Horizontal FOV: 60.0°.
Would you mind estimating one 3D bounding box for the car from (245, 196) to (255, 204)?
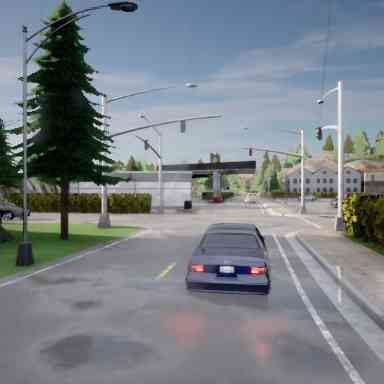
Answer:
[{"bbox_3d":[11.233,1.526,64.794,1.812,1.442,4.674,0,0,10],"label":"car"}]

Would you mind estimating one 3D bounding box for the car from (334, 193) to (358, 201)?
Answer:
[{"bbox_3d":[34.571,1.097,74.673,4.605,1.855,1.932,0,0,10],"label":"car"}]

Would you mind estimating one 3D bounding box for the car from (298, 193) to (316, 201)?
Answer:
[{"bbox_3d":[26.216,1.361,76.121,3.806,1.475,1.970,0,0,10],"label":"car"}]

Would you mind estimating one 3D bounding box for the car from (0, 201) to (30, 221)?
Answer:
[{"bbox_3d":[-15.736,1.492,27.241,4.902,1.511,2.128,0,0,10],"label":"car"}]

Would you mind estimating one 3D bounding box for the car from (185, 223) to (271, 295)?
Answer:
[{"bbox_3d":[1.094,1.547,8.914,2.033,1.411,5.357,0,0,10],"label":"car"}]

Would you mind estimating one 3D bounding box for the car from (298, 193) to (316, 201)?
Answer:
[{"bbox_3d":[27.401,1.077,79.287,3.866,1.878,1.905,0,0,10],"label":"car"}]

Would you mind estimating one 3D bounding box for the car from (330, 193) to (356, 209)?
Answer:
[{"bbox_3d":[20.264,1.330,42.385,5.027,1.636,2.152,0,0,10],"label":"car"}]
